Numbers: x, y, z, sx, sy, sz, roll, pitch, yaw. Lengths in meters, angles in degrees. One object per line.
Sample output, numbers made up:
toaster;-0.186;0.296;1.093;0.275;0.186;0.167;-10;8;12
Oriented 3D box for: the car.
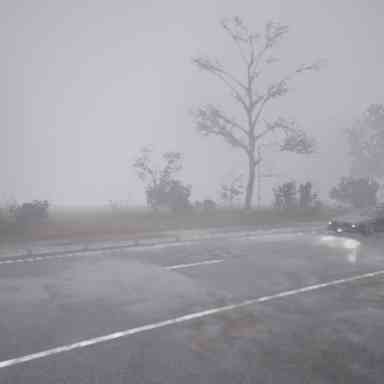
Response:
car;9.628;1.495;17.555;5.357;1.411;2.033;0;0;-27
